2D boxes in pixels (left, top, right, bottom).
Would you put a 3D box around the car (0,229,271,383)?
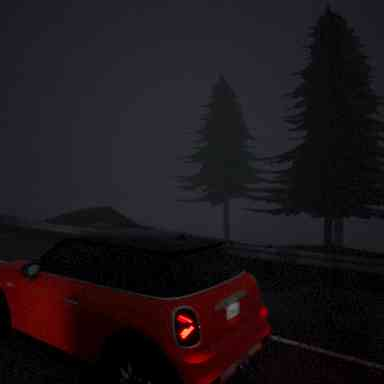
[{"bbox_3d":[-1.250,1.349,5.002,4.553,1.767,2.097,0,0,36],"label":"car"}]
